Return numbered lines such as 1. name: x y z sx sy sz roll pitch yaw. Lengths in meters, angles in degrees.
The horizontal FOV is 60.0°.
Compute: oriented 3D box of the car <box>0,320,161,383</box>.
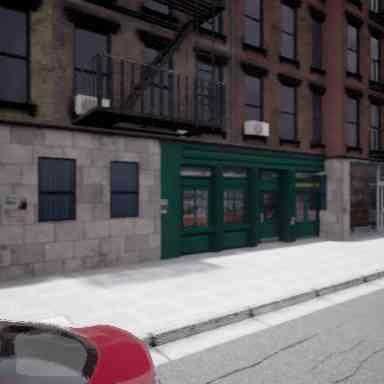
1. car: -2.257 1.523 1.461 4.674 1.442 1.812 0 0 -35
